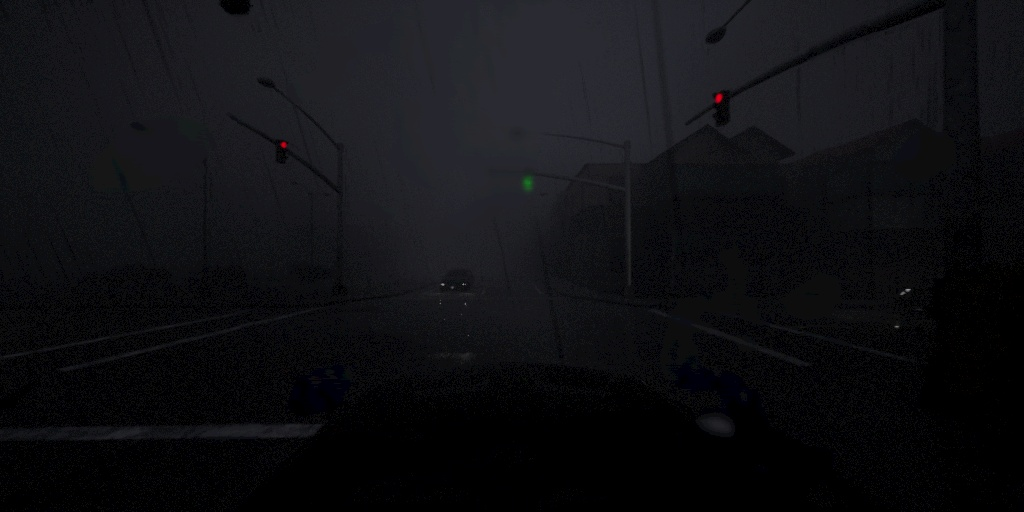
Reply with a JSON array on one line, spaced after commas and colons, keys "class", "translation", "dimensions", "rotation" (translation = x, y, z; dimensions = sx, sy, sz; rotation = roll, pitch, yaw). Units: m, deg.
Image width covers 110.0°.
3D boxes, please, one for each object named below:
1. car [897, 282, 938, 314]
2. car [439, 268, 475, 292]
[{"class": "car", "translation": [17.386, 1.411, 13.361], "dimensions": [4.553, 1.767, 2.097], "rotation": [0, -1, 0]}, {"class": "car", "translation": [-3.504, 1.575, 23.548], "dimensions": [1.837, 1.490, 4.892], "rotation": [0, 1, 0]}]
